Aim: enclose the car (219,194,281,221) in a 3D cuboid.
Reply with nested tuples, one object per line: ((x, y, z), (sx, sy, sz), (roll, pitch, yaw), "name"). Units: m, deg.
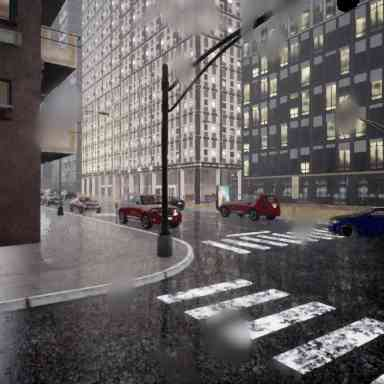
((4.142, 1.027, 24.259), (2.192, 1.841, 5.009), (1, 0, -36), "car")

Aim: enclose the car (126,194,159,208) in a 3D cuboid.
((-5.648, 0.965, 37.721), (1.947, 1.339, 4.313), (1, 0, -36), "car")

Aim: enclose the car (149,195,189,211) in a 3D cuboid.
((-2.386, 1.070, 33.234), (1.947, 1.339, 4.313), (1, 0, -36), "car")

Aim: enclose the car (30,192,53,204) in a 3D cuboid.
((-18.909, 0.752, 41.715), (1.802, 1.307, 4.206), (2, 0, -36), "car")

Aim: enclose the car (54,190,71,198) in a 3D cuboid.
((-25.213, 0.309, 64.646), (1.887, 1.381, 4.507), (1, 0, -36), "car")

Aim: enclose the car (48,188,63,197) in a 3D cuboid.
((-28.471, 0.099, 69.132), (1.967, 1.590, 4.097), (1, 0, -36), "car")

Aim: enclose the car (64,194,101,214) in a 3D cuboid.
((-9.128, 1.067, 28.257), (1.802, 1.307, 4.206), (2, 0, -36), "car")

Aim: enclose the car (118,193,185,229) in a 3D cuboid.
((-2.600, 1.008, 19.283), (2.192, 1.841, 5.009), (2, 0, -36), "car")

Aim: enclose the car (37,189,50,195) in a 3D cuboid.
((-34.996, -0.011, 78.108), (1.887, 1.381, 4.507), (1, 0, -36), "car")

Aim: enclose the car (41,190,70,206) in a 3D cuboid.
((-15.648, 0.827, 37.229), (2.008, 1.369, 4.403), (2, 0, -36), "car")

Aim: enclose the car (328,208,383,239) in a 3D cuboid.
((8.655, 1.452, 15.578), (4.181, 1.385, 1.994), (1, 1, 21), "car")

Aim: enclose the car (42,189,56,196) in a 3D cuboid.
((-31.735, 0.096, 73.620), (1.887, 1.381, 4.507), (1, 0, -36), "car")

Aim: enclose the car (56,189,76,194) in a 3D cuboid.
((-19.568, 0.516, 52.447), (1.837, 1.490, 4.892), (0, 1, -36), "car")
